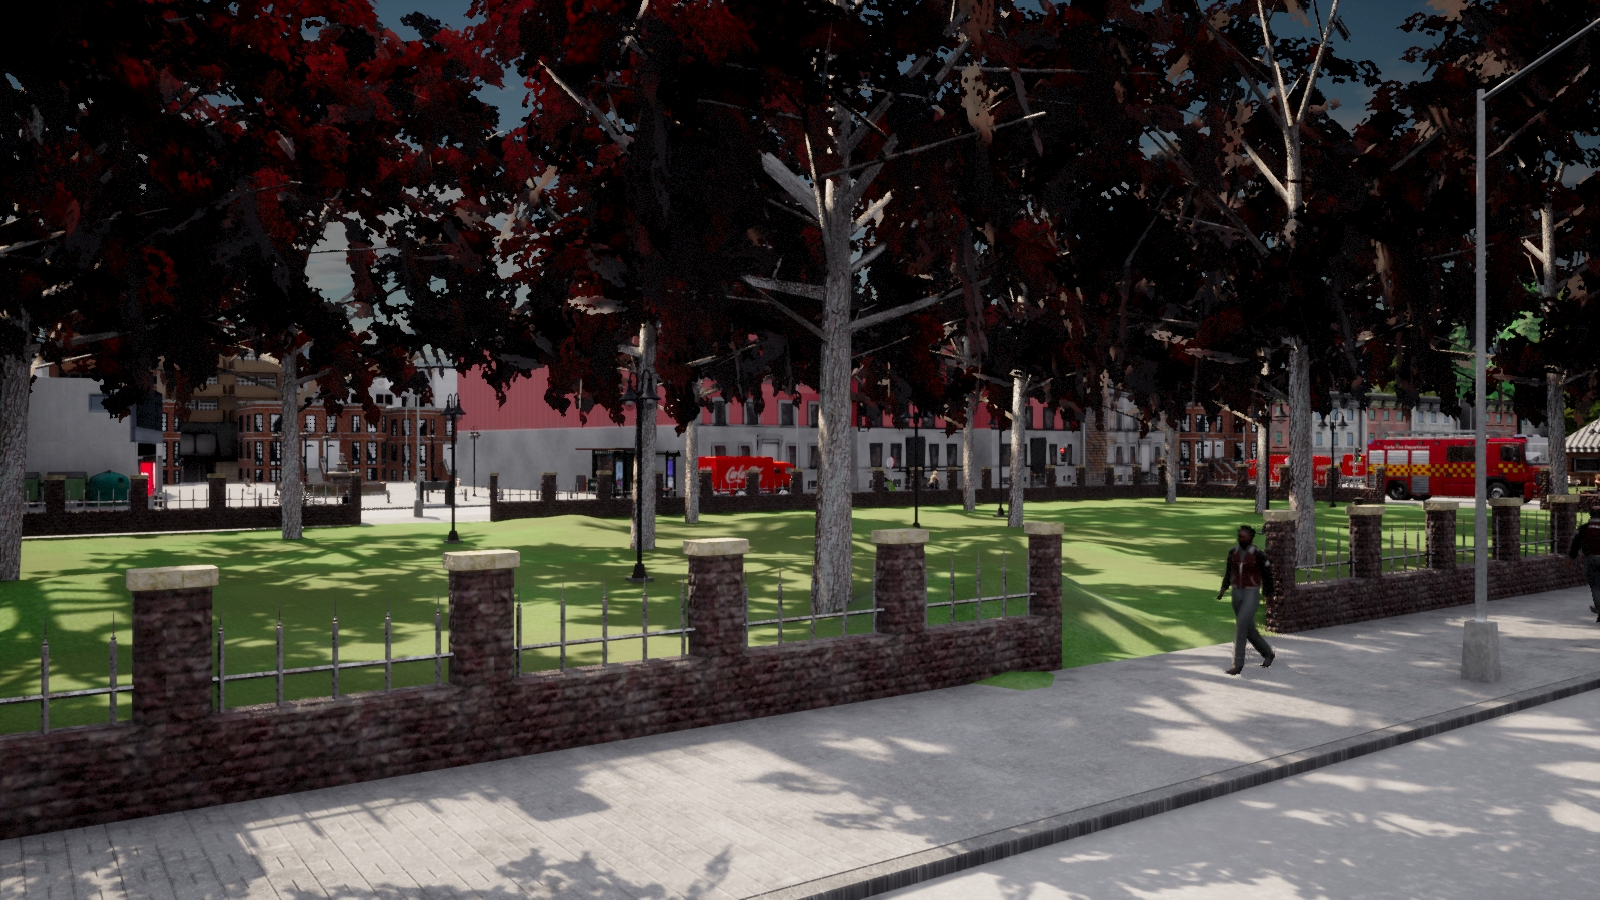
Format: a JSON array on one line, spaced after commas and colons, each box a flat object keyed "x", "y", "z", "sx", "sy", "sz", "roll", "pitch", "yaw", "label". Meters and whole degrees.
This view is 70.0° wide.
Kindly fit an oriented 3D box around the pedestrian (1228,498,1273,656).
[{"x": 5.463, "y": 1.520, "z": 13.858, "sx": 0.375, "sy": 1.860, "sz": 0.375, "roll": 0, "pitch": 0, "yaw": -38, "label": "pedestrian"}]

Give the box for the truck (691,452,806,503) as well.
[{"x": -2.583, "y": 1.333, "z": 57.891, "sx": 5.204, "sy": 2.467, "sz": 2.627, "roll": 0, "pitch": 0, "yaw": -35, "label": "truck"}]

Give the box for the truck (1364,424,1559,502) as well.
[{"x": 34.631, "y": 0.645, "z": 60.204, "sx": 2.891, "sy": 3.827, "sz": 8.468, "roll": 0, "pitch": 0, "yaw": -34, "label": "truck"}]

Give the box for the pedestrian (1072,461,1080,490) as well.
[{"x": 17.415, "y": 1.606, "z": 72.107, "sx": 0.375, "sy": 1.860, "sz": 0.375, "roll": 0, "pitch": 0, "yaw": 40, "label": "pedestrian"}]

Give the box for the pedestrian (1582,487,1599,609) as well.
[{"x": 12.366, "y": 1.514, "z": 17.685, "sx": 0.375, "sy": 1.860, "sz": 0.375, "roll": 0, "pitch": 0, "yaw": 24, "label": "pedestrian"}]
